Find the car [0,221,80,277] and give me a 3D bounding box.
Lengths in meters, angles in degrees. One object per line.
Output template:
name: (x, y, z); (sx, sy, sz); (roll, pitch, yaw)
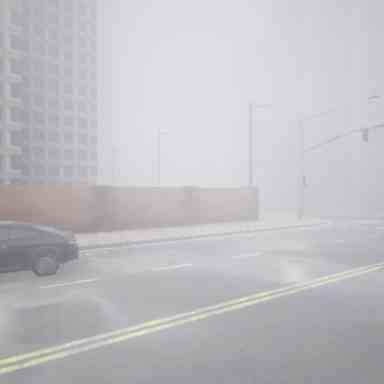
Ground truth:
car: (-5.386, 1.523, 8.731); (4.674, 1.442, 1.812); (0, 0, -35)
